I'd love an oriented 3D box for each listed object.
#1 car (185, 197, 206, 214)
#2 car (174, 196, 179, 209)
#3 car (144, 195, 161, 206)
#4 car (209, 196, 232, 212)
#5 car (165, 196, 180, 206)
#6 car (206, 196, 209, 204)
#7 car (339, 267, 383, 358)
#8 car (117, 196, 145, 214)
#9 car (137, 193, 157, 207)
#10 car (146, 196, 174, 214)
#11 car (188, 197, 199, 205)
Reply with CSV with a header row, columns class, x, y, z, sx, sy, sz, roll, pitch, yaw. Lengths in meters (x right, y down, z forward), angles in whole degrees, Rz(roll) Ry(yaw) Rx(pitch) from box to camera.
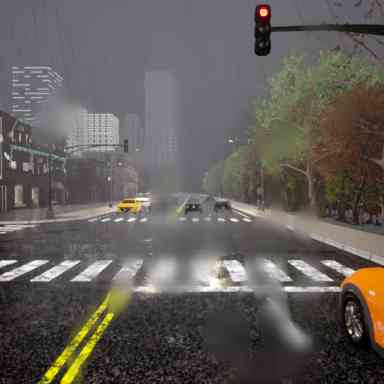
class,x,y,z,sx,sy,sz,roll,pitch,yaw
car,0.183,1.536,35.783,2.033,1.411,5.357,0,0,0
car,-3.233,1.548,44.935,1.994,1.385,4.181,0,0,0
car,-6.454,1.332,54.812,2.097,1.767,4.553,0,0,0
car,3.439,1.479,38.415,2.128,1.511,4.902,0,0,0
car,-3.203,1.471,54.964,2.128,1.511,4.902,0,0,0
car,3.498,1.453,63.463,1.882,1.535,5.008,0,0,0
car,3.360,1.351,3.419,2.097,1.767,4.553,0,0,0
car,-6.510,1.467,34.913,1.882,1.535,5.008,0,0,0
car,-6.482,1.207,44.976,2.150,2.045,5.566,0,0,0
car,-3.263,1.467,34.925,1.882,1.535,5.008,0,0,0
car,0.240,1.578,60.267,1.895,1.301,4.718,0,0,0
